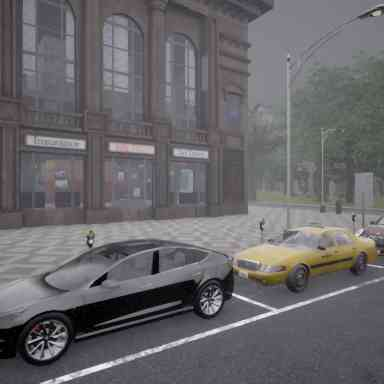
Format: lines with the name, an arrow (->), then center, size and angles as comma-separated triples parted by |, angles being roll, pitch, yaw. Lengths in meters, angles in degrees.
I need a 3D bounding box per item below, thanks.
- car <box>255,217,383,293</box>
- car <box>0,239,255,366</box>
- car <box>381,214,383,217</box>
car -> 3.115, 1.525, 8.882 | 4.829, 1.417, 1.752 | 0, 0, -36
car -> -1.170, 1.566, 5.818 | 4.313, 1.339, 1.947 | 0, 0, -36
car -> 7.676, 1.441, 12.144 | 4.097, 1.590, 1.967 | 0, 0, -36
